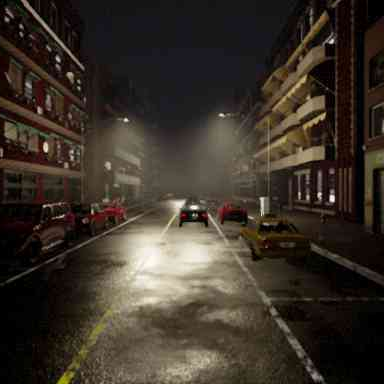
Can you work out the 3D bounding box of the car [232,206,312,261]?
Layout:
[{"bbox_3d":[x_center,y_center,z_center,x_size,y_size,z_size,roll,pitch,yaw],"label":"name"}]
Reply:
[{"bbox_3d":[2.694,1.446,11.736,1.752,1.417,4.829,0,0,0],"label":"car"}]

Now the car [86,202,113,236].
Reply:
[{"bbox_3d":[-5.686,1.323,17.206,1.967,1.590,4.097,0,0,0],"label":"car"}]

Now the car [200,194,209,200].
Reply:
[{"bbox_3d":[2.701,1.063,73.563,1.947,1.339,4.313,0,0,0],"label":"car"}]

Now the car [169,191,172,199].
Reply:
[{"bbox_3d":[-5.681,1.087,67.932,2.008,1.369,4.403,0,0,0],"label":"car"}]

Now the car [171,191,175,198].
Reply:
[{"bbox_3d":[-5.679,1.003,79.204,1.887,1.381,4.507,0,0,0],"label":"car"}]

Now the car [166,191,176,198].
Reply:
[{"bbox_3d":[-5.676,0.695,90.475,2.192,1.841,5.009,0,0,0],"label":"car"}]

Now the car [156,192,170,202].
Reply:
[{"bbox_3d":[-5.681,1.126,62.295,2.008,1.369,4.403,0,0,0],"label":"car"}]

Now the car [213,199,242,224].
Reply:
[{"bbox_3d":[2.695,1.390,22.838,1.887,1.381,4.507,0,0,0],"label":"car"}]

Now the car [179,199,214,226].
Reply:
[{"bbox_3d":[0.102,1.398,21.988,2.033,1.411,5.357,0,0,0],"label":"car"}]

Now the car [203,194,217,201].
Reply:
[{"bbox_3d":[2.698,1.242,45.382,2.008,1.369,4.403,0,0,0],"label":"car"}]

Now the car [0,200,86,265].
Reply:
[{"bbox_3d":[-5.686,1.236,11.569,2.192,1.841,5.009,0,0,0],"label":"car"}]

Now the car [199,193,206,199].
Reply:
[{"bbox_3d":[2.702,1.001,84.835,1.802,1.307,4.206,0,0,0],"label":"car"}]

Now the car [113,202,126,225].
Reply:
[{"bbox_3d":[-5.685,1.390,22.844,1.887,1.381,4.507,0,0,0],"label":"car"}]

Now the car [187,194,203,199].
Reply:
[{"bbox_3d":[0.099,1.245,41.305,1.812,1.442,4.674,0,1,0],"label":"car"}]
